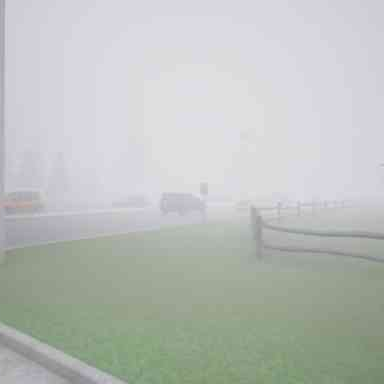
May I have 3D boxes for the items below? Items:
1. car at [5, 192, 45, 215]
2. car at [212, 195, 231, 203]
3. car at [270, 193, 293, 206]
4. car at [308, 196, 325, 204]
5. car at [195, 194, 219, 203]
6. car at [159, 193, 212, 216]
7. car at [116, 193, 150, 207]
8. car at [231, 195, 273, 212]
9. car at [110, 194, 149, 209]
[{"bbox_3d":[-15.771,1.105,29.906,2.097,1.767,4.553,1,0,35],"label":"car"},{"bbox_3d":[5.220,1.351,60.019,1.895,1.301,4.718,1,0,36],"label":"car"},{"bbox_3d":[14.501,1.352,53.047,1.837,1.490,4.892,1,1,36],"label":"car"},{"bbox_3d":[21.191,1.438,56.302,1.994,1.385,4.181,1,0,36],"label":"car"},{"bbox_3d":[2.918,1.218,62.806,2.128,1.511,4.902,1,0,36],"label":"car"},{"bbox_3d":[-0.756,1.069,31.081,2.150,2.045,5.566,1,0,35],"label":"car"},{"bbox_3d":[-8.309,1.073,46.867,2.097,1.767,4.553,1,0,35],"label":"car"},{"bbox_3d":[6.448,1.353,35.359,1.882,1.535,5.008,1,0,35],"label":"car"},{"bbox_3d":[-7.661,1.298,41.664,2.033,1.411,5.357,1,0,35],"label":"car"}]
